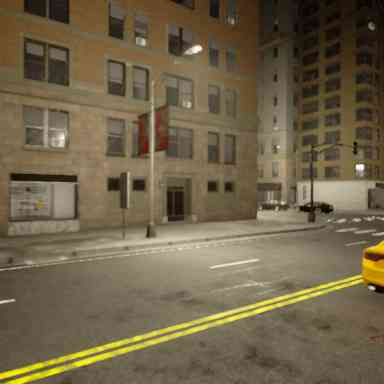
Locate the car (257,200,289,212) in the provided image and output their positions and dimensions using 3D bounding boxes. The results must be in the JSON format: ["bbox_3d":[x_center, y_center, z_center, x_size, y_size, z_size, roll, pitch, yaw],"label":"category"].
[{"bbox_3d":[9.941,1.654,40.825,2.008,1.369,4.403,1,0,-35],"label":"car"}]

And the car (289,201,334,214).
[{"bbox_3d":[13.209,1.668,36.201,1.947,1.339,4.313,1,0,-35],"label":"car"}]

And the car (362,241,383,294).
[{"bbox_3d":[5.900,1.500,7.646,5.008,1.535,1.882,0,0,-36],"label":"car"}]
